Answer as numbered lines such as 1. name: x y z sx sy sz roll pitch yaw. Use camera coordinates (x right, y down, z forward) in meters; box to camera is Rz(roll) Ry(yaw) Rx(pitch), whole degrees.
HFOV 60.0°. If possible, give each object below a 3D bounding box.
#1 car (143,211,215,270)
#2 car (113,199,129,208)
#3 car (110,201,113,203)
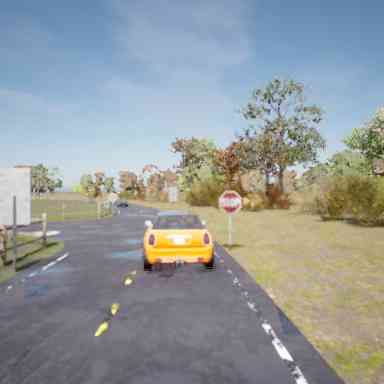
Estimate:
1. car: -0.553 1.412 11.520 2.097 1.767 4.553 0 0 -5
2. car: -11.694 1.832 55.913 2.033 1.411 5.357 0 0 -17
3. car: -17.034 1.759 70.917 2.128 1.511 4.902 0 0 -22
